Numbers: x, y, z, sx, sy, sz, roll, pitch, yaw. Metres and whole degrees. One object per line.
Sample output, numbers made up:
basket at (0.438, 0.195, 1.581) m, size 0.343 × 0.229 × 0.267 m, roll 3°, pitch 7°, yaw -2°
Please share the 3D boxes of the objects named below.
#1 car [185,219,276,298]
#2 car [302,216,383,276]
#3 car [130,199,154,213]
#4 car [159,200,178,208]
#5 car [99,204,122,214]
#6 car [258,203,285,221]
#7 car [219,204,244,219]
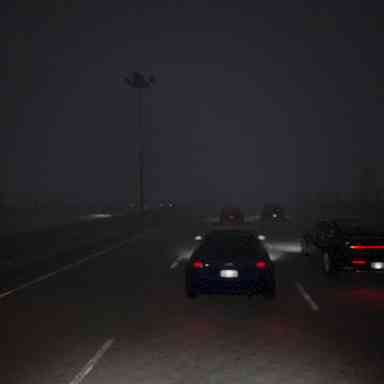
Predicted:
car at (0.996, 1.646, 8.751) m, size 1.994 × 1.385 × 4.181 m, roll -1°, pitch -1°, yaw 7°
car at (4.711, 1.520, 10.313) m, size 1.837 × 1.490 × 4.892 m, roll -1°, pitch -1°, yaw 7°
car at (-7.595, 2.073, 51.291) m, size 2.150 × 2.045 × 5.566 m, roll -2°, pitch -1°, yaw 12°
car at (-3.696, 2.126, 52.558) m, size 2.097 × 1.767 × 4.553 m, roll -2°, pitch -1°, yaw 13°
car at (-11.730, 2.470, 48.031) m, size 1.994 × 1.385 × 4.181 m, roll -2°, pitch -1°, yaw 10°
car at (7.094, 1.720, 29.769) m, size 1.837 × 1.490 × 4.892 m, roll -1°, pitch -1°, yaw 7°
car at (3.223, 1.747, 26.951) m, size 1.882 × 1.535 × 5.008 m, roll -1°, pitch -1°, yaw 7°
